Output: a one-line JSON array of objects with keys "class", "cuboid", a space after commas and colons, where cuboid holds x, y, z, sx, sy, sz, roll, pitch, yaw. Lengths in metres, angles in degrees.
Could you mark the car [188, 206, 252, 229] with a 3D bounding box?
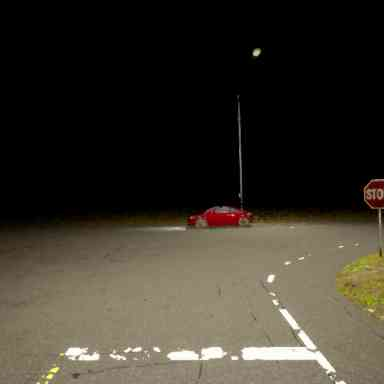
[{"class": "car", "cuboid": [1.786, 1.599, 21.615, 4.181, 1.385, 1.994, -2, 0, -1]}]
